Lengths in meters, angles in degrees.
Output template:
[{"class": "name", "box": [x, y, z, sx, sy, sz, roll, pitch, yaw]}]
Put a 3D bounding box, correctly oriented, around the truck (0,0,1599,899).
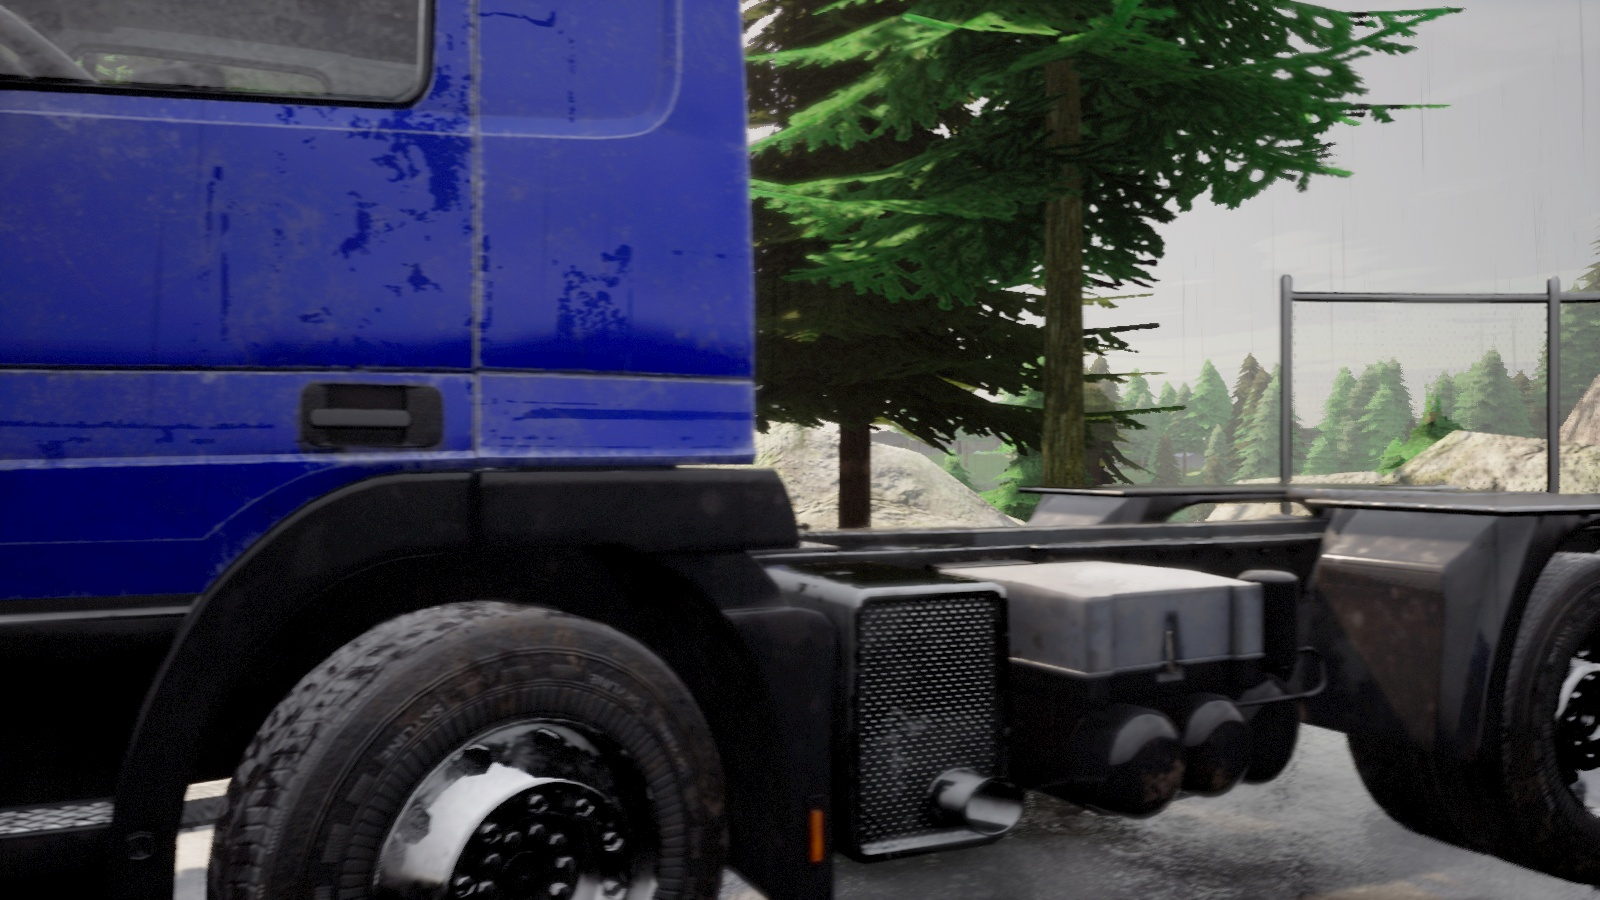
[{"class": "truck", "box": [0.821, -0.226, 4.876, 7.936, 3.462, 2.891, 0, 0, -25]}]
